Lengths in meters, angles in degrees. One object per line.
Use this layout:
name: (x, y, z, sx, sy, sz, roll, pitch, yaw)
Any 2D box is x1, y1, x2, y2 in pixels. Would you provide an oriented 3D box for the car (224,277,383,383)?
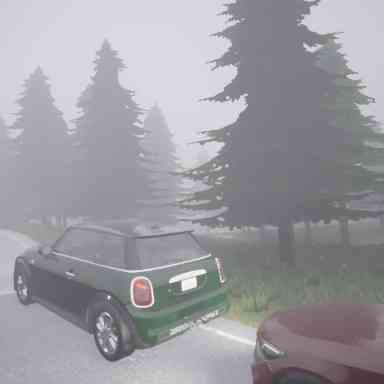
car: (2.760, 1.532, 2.589, 4.674, 1.442, 1.812, 1, 0, 36)

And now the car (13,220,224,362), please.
car: (-1.573, 1.309, 6.205, 4.553, 1.767, 2.097, 1, 1, 44)
